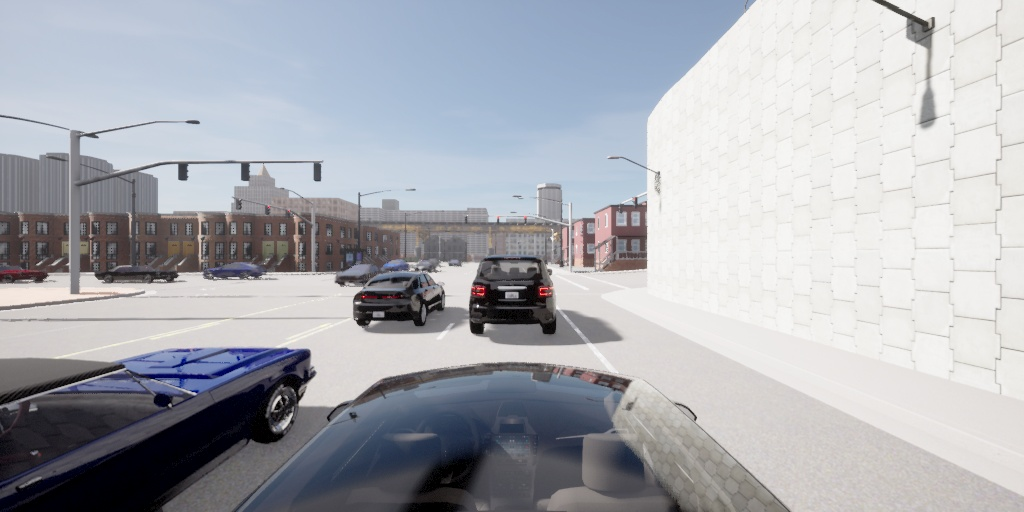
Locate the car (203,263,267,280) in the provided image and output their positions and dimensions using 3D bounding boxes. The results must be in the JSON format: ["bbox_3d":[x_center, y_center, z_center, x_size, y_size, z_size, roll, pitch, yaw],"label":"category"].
[{"bbox_3d":[-23.548,1.289,30.603,4.674,1.442,1.812,0,0,-1],"label":"car"}]

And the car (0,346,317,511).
[{"bbox_3d":[-3.397,1.351,2.381,1.895,1.301,4.718,0,0,0],"label":"car"}]

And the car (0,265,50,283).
[{"bbox_3d":[-38.292,1.363,27.059,4.718,1.301,1.895,0,0,0],"label":"car"}]

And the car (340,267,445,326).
[{"bbox_3d":[-3.421,1.260,11.635,1.837,1.490,4.892,0,0,0],"label":"car"}]

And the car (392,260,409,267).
[{"bbox_3d":[-14.142,1.248,44.010,1.882,1.535,5.008,0,0,1],"label":"car"}]

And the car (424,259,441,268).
[{"bbox_3d":[-14.067,1.286,63.754,1.837,1.490,4.892,0,-1,0],"label":"car"}]

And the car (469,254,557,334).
[{"bbox_3d":[0.063,0.976,10.745,2.150,2.045,5.566,0,0,1],"label":"car"}]

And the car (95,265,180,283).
[{"bbox_3d":[-28.175,1.363,27.094,4.718,1.301,1.895,0,0,0],"label":"car"}]

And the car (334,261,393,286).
[{"bbox_3d":[-10.604,1.308,25.646,2.033,1.411,5.357,0,0,0],"label":"car"}]

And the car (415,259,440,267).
[{"bbox_3d":[-10.605,1.261,44.140,2.128,1.511,4.902,0,0,0],"label":"car"}]
